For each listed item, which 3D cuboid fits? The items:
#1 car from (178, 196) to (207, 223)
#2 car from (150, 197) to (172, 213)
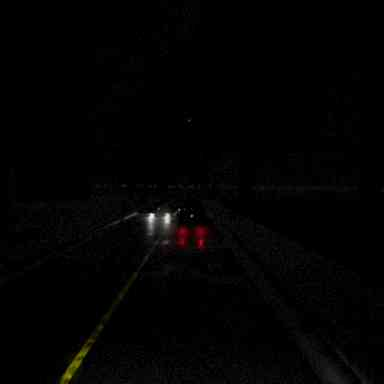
[{"bbox_3d":[0.013,1.321,23.947,2.128,1.511,4.902,0,1,0],"label":"car"},{"bbox_3d":[-3.089,1.265,33.306,1.812,1.442,4.674,0,0,0],"label":"car"}]
